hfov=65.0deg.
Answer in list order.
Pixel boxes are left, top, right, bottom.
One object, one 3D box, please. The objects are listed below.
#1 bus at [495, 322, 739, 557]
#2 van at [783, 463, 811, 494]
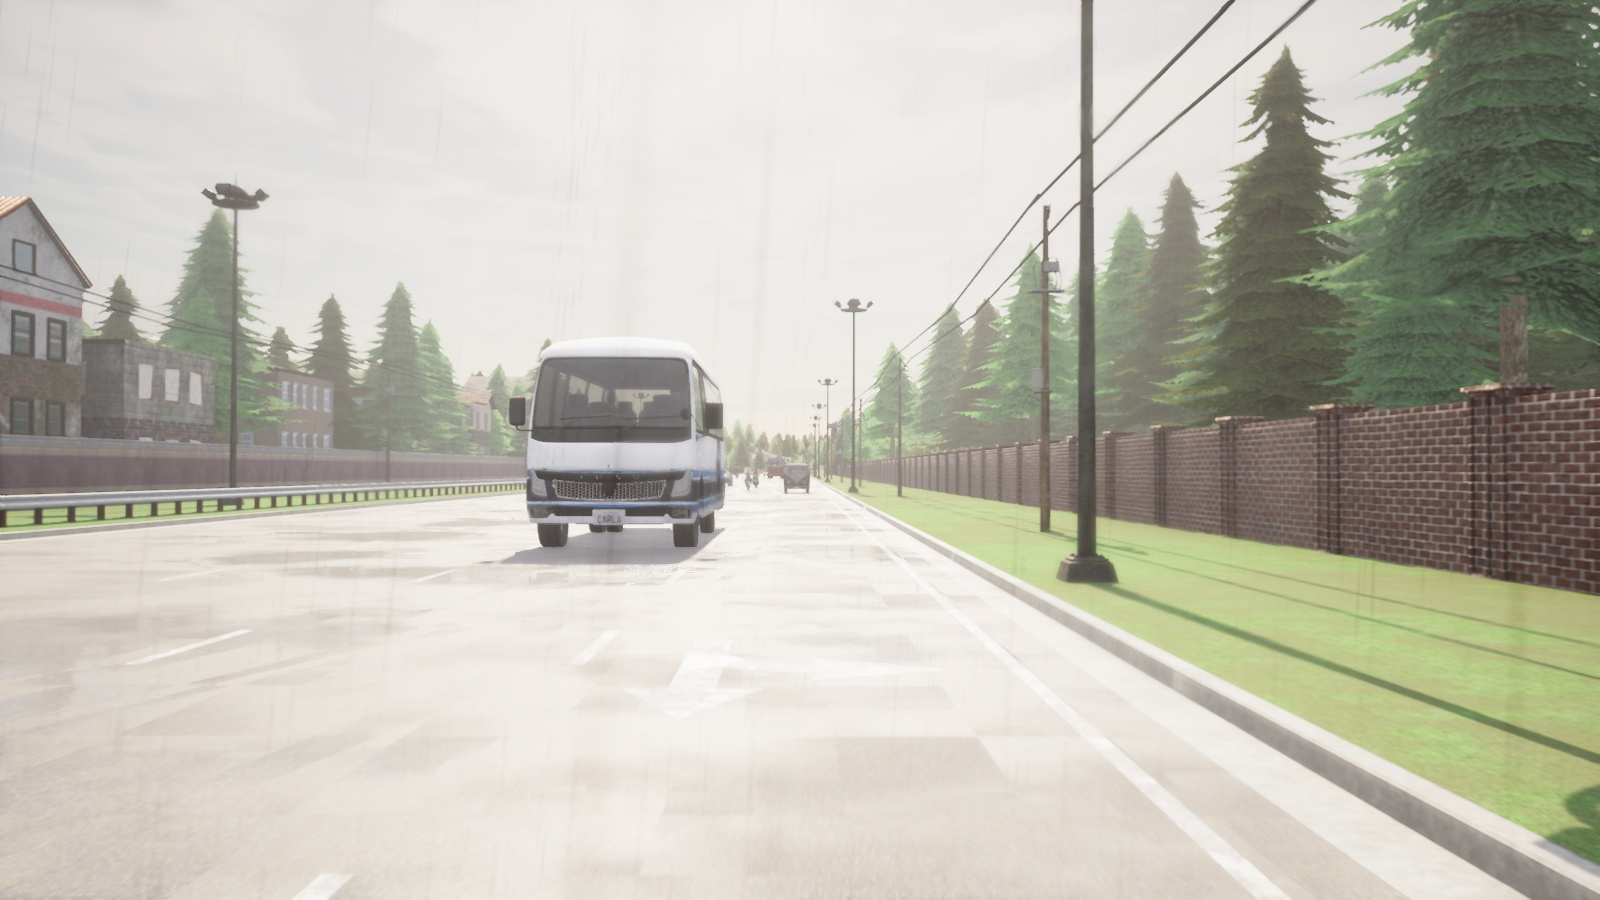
[{"bbox_3d":[-3.572,-0.114,27.907,3.944,4.253,10.273,0,-1,0],"label":"bus"},{"bbox_3d":[-0.202,1.872,83.580,1.775,1.987,4.442,0,-1,0],"label":"van"}]
